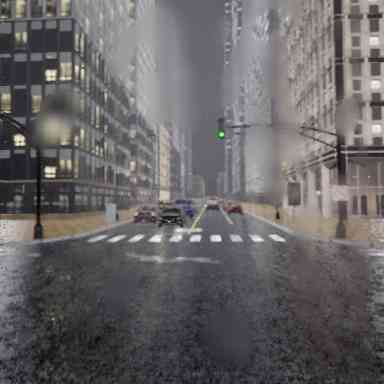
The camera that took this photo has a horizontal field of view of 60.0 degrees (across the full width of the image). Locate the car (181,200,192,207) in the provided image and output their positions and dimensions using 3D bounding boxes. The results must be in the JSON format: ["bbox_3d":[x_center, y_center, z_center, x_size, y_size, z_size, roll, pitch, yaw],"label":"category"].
[{"bbox_3d":[-1.239,2.531,73.850,2.008,1.369,4.403,0,-1,3],"label":"car"}]

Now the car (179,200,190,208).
[{"bbox_3d":[-1.565,2.455,68.285,1.887,1.381,4.507,0,-1,3],"label":"car"}]

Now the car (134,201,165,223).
[{"bbox_3d":[-3.843,1.866,29.330,1.967,1.590,4.097,0,-1,3],"label":"car"}]

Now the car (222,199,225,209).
[{"bbox_3d":[5.838,2.134,51.339,1.752,1.417,4.829,0,-1,3],"label":"car"}]

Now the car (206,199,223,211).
[{"bbox_3d":[3.219,2.197,51.050,1.994,1.385,4.181,-1,-1,3],"label":"car"}]

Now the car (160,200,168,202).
[{"bbox_3d":[-3.191,1.879,40.462,2.192,1.841,5.009,0,-1,3],"label":"car"}]

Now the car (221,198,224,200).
[{"bbox_3d":[6.153,2.242,56.736,1.947,1.339,4.313,0,-1,3],"label":"car"}]

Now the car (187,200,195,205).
[{"bbox_3d":[-0.263,2.755,90.546,1.947,1.339,4.313,0,-1,3],"label":"car"}]

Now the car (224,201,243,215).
[{"bbox_3d":[5.176,2.050,40.032,1.802,1.307,4.206,0,-1,3],"label":"car"}]

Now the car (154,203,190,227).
[{"bbox_3d":[-1.467,1.860,25.867,1.837,1.490,4.892,-1,-1,3],"label":"car"}]

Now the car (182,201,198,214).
[{"bbox_3d":[-0.261,2.113,46.266,1.837,1.490,4.892,-1,-1,3],"label":"car"}]

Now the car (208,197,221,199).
[{"bbox_3d":[4.056,2.038,65.738,2.150,2.045,5.566,-1,-1,3],"label":"car"}]

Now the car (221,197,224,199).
[{"bbox_3d":[8.108,2.638,90.139,1.887,1.381,4.507,0,-1,3],"label":"car"}]

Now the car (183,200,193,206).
[{"bbox_3d":[-0.914,2.594,79.416,1.887,1.381,4.507,0,-1,3],"label":"car"}]

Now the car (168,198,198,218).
[{"bbox_3d":[-0.879,1.701,35.880,2.150,2.045,5.566,-1,-1,3],"label":"car"}]
